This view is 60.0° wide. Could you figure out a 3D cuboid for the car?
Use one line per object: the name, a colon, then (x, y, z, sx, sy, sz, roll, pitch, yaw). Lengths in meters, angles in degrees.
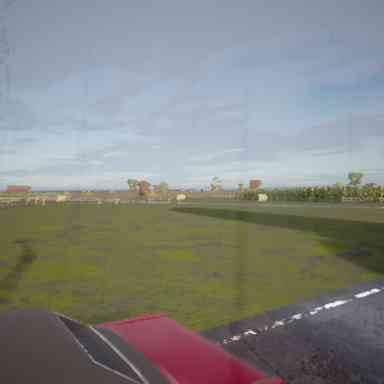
car: (-1.694, 1.600, 1.847, 4.718, 1.301, 1.895, 0, 0, -35)
